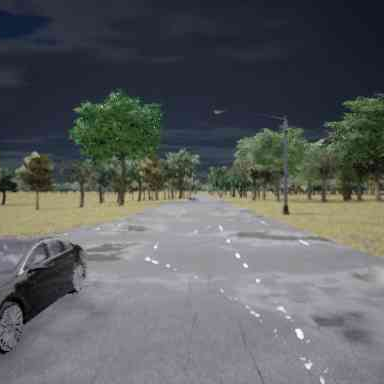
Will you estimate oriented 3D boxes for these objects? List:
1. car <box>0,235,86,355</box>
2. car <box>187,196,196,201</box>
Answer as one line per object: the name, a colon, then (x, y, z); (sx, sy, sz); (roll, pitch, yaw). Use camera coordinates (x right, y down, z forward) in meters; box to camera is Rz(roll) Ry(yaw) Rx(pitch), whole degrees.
car: (-3.526, 1.630, 6.329); (2.128, 1.511, 4.902); (-1, -2, 0)
car: (-0.055, 1.648, 84.062); (1.994, 1.385, 4.181); (0, 0, 9)
